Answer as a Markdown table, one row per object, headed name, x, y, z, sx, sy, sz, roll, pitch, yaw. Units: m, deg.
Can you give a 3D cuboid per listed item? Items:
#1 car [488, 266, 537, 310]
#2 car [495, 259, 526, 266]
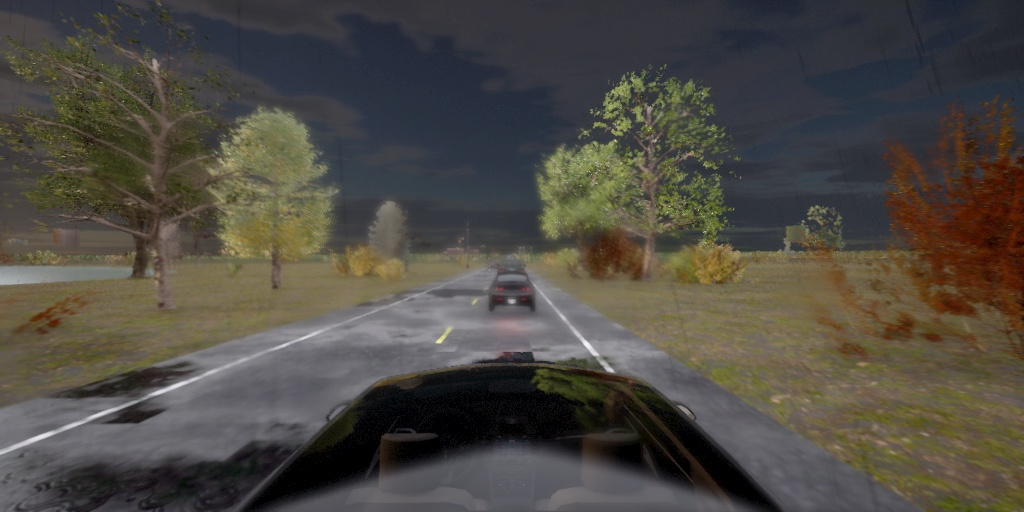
| name | x | y | z | sx | sy | sz | roll | pitch | yaw |
| --- | --- | --- | --- | --- | --- | --- | --- | --- | --- |
| car | 0.017 | 1.390 | 15.356 | 1.837 | 1.490 | 4.892 | 0 | 0 | 0 |
| car | -0.001 | 1.240 | 29.447 | 2.150 | 2.045 | 5.566 | 0 | 0 | 0 |
